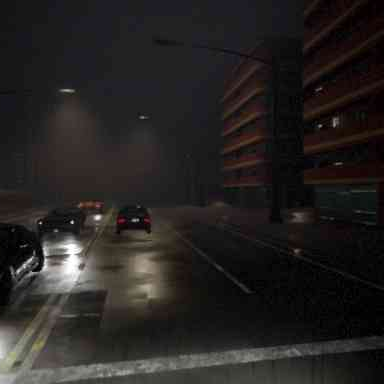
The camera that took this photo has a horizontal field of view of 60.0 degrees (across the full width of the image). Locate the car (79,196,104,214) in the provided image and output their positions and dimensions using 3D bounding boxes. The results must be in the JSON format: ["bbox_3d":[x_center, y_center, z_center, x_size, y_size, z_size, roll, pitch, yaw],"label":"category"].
[{"bbox_3d":[-9.946,1.237,32.877,2.097,1.767,4.553,-1,0,-11],"label":"car"}]

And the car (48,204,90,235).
[{"bbox_3d":[-6.969,1.548,18.173,1.895,1.301,4.718,-1,0,-11],"label":"car"}]

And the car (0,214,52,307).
[{"bbox_3d":[-4.844,1.518,7.894,1.812,1.442,4.674,-1,0,-12],"label":"car"}]

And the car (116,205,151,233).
[{"bbox_3d":[-3.339,1.459,18.925,2.033,1.411,5.357,-1,0,-11],"label":"car"}]
